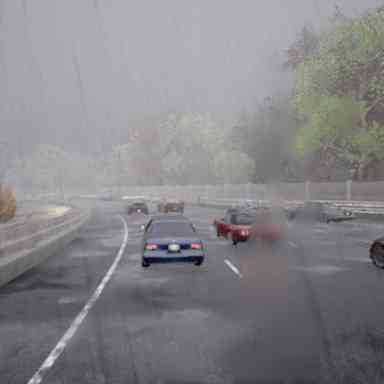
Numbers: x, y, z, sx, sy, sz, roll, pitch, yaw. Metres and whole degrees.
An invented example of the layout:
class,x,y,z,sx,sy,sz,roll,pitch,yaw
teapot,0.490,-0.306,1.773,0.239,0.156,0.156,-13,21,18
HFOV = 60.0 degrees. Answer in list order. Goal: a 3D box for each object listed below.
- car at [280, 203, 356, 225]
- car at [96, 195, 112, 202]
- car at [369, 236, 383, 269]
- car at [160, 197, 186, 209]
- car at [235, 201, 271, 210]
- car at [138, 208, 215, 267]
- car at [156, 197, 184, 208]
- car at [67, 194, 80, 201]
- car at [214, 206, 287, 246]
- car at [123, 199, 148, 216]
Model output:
class,x,y,z,sx,sy,sz,roll,pitch,yaw
car,8.714,1.455,23.622,2.033,1.411,5.357,0,0,-33
car,-18.779,1.350,70.692,1.882,1.535,5.008,0,0,-39
car,6.478,1.522,8.421,1.994,1.385,4.181,0,0,-5
car,-2.637,1.415,44.445,1.812,1.442,4.674,0,0,-25
car,4.060,1.417,23.986,2.128,1.511,4.902,0,0,-12
car,-0.766,1.520,11.383,2.033,1.411,5.357,0,0,-7
car,-2.298,1.396,33.724,1.882,1.535,5.008,0,0,-18
car,-29.484,1.373,83.036,1.837,1.490,4.892,0,0,-41
car,2.258,1.551,14.889,1.895,1.301,4.718,0,0,-8
car,-5.506,1.437,32.291,1.837,1.490,4.892,0,0,-18
